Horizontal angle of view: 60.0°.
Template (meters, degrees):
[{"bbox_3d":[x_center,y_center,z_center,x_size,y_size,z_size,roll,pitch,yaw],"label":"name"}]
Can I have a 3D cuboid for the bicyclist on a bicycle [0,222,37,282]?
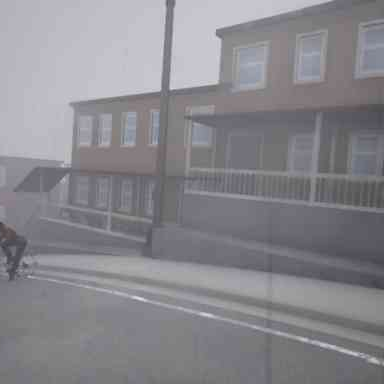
[{"bbox_3d":[-5.084,1.645,9.148,0.582,1.620,1.656,-4,-3,38],"label":"bicyclist on a bicycle"}]
